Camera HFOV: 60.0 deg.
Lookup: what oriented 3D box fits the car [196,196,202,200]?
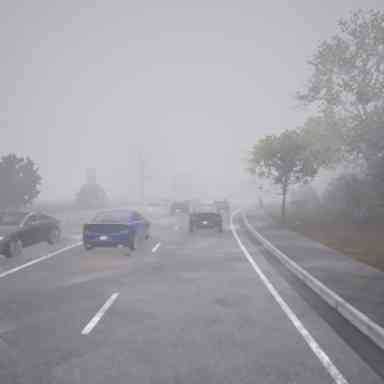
[{"bbox_3d":[0.313,1.495,54.866,1.837,1.490,4.892,0,0,18],"label":"car"}]

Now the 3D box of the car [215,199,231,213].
[{"bbox_3d":[3.373,1.496,38.026,2.128,1.511,4.902,0,0,11],"label":"car"}]

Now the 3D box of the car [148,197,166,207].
[{"bbox_3d":[-4.875,1.528,49.784,2.033,1.411,5.357,0,0,15],"label":"car"}]

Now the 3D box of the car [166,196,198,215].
[{"bbox_3d":[-0.945,1.501,33.849,1.837,1.490,4.892,0,0,9],"label":"car"}]

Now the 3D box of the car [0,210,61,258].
[{"bbox_3d":[-6.765,1.483,12.757,2.128,1.511,4.902,0,0,3],"label":"car"}]

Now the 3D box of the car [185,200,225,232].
[{"bbox_3d":[0.908,1.478,20.247,1.882,1.535,5.008,0,0,5],"label":"car"}]

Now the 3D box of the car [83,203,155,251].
[{"bbox_3d":[-3.018,1.473,14.254,1.882,1.535,5.008,0,0,3],"label":"car"}]
